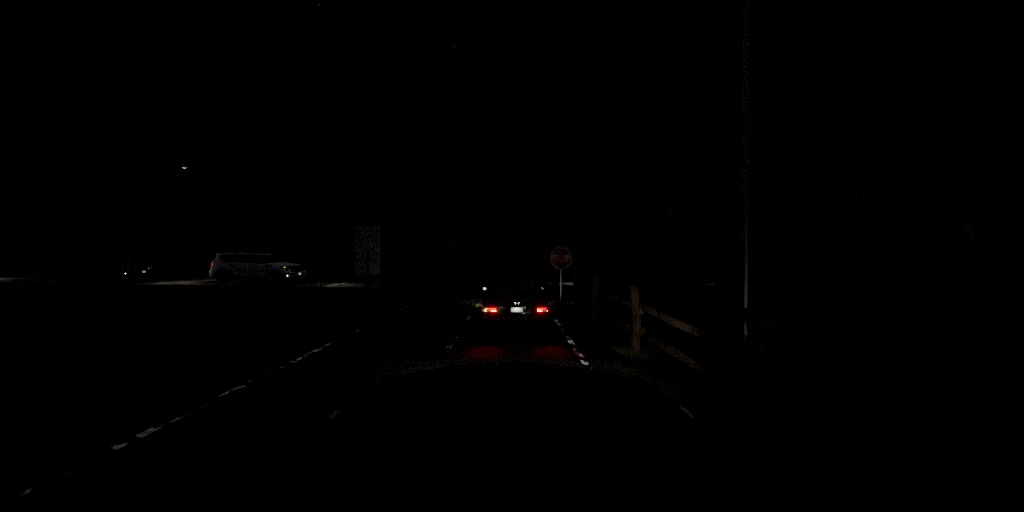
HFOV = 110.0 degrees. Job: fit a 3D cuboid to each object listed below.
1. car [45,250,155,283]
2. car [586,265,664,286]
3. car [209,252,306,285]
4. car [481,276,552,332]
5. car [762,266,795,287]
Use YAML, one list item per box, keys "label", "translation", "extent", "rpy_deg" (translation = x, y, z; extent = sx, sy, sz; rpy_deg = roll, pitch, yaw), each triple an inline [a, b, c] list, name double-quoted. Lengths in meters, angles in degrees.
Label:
- label: "car"
  translation: [-27.340, 0.657, 23.914]
  extent: [5.566, 2.045, 2.150]
  rpy_deg: [1, 0, -1]
- label: "car"
  translation: [8.298, 1.404, 26.548]
  extent: [5.357, 1.411, 2.033]
  rpy_deg: [1, 0, 0]
- label: "car"
  translation: [-16.816, 0.789, 23.816]
  extent: [5.566, 2.045, 2.150]
  rpy_deg: [1, 0, 1]
- label: "car"
  translation: [0.060, 1.297, 10.844]
  extent: [2.033, 1.411, 5.357]
  rpy_deg: [0, 0, -1]
- label: "car"
  translation: [19.514, 1.491, 26.447]
  extent: [4.892, 1.490, 1.837]
  rpy_deg: [0, 0, 0]
